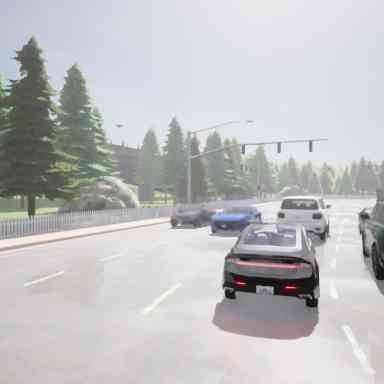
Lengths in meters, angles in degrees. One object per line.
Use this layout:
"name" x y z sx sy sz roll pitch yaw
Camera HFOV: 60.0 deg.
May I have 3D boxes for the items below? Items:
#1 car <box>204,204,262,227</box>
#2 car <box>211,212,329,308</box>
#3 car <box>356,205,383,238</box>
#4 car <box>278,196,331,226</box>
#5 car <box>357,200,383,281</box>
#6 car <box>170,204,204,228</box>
"car" 2.680 1.477 19.132 1.882 1.535 5.008 0 0 26
"car" 2.042 1.491 8.089 2.128 1.511 4.902 0 0 19
"car" 10.464 1.547 18.827 2.033 1.411 5.357 0 0 25
"car" 5.819 1.221 17.132 2.150 2.045 5.566 0 0 25
"car" 6.233 1.220 9.490 2.150 2.045 5.566 0 0 22
"car" 0.271 1.525 22.198 1.812 1.442 4.674 0 0 26
